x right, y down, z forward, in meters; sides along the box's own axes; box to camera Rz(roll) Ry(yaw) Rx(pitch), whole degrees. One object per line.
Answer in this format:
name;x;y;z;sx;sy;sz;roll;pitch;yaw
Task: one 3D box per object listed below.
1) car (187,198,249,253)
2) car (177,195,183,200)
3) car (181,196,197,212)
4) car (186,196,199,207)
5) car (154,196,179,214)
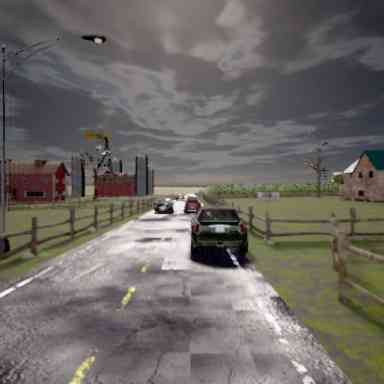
car;0.970;1.317;13.684;2.097;1.767;4.553;0;0;0
car;-2.704;1.343;76.070;1.994;1.385;4.181;0;0;0
car;0.069;1.442;37.089;1.812;1.442;4.674;0;0;1
car;0.038;1.374;49.930;1.882;1.535;5.008;0;0;0
car;-2.823;1.412;34.771;2.128;1.511;4.902;0;0;0
